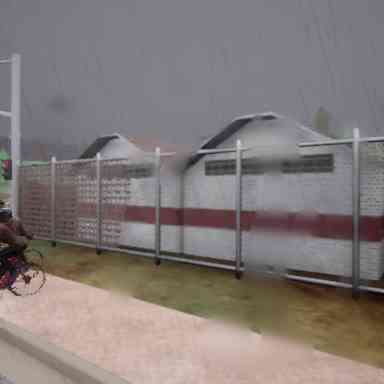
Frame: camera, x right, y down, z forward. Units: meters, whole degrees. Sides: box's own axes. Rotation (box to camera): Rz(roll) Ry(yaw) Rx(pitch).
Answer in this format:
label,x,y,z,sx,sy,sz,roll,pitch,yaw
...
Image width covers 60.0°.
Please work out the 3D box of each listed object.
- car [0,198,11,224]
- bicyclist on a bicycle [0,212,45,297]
label,x,y,z,sx,sy,sz,roll,pitch,yaw
car,-11.811,1.358,21.726,2.128,1.511,4.902,0,0,33
bicyclist on a bicycle,-3.645,1.261,6.280,1.656,1.620,0.582,1,0,-35
